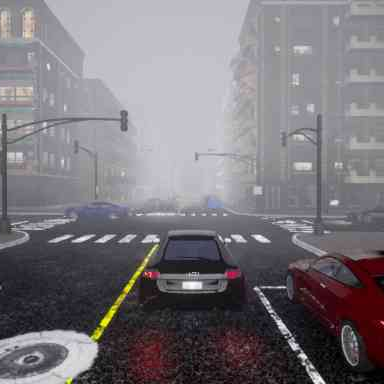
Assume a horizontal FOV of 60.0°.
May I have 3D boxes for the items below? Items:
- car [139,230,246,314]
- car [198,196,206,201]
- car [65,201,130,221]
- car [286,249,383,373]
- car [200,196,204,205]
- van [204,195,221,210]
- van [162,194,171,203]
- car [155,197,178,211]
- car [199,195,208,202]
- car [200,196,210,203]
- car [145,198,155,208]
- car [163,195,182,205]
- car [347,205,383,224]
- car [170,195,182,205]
[{"bbox_3d":[0.004,1.564,7.691,1.994,1.385,4.181,0,0,0],"label":"car"},{"bbox_3d":[2.768,1.769,92.923,1.947,1.339,4.313,-1,0,0],"label":"car"},{"bbox_3d":[-7.414,1.438,26.307,5.008,1.535,1.882,1,0,0],"label":"car"},{"bbox_3d":[2.793,1.582,5.353,1.802,1.307,4.206,0,0,0],"label":"car"},{"bbox_3d":[2.730,1.368,48.752,2.192,1.841,5.009,-1,0,0],"label":"car"},{"bbox_3d":[2.818,1.382,43.255,1.690,1.788,3.998,-1,0,0],"label":"van"},{"bbox_3d":[-5.832,1.479,76.418,1.690,1.788,3.998,-1,0,0],"label":"van"},{"bbox_3d":[-3.093,1.638,40.920,1.895,1.301,4.718,0,0,0],"label":"car"},{"bbox_3d":[2.742,1.598,81.878,1.967,1.590,4.097,-1,0,0],"label":"car"},{"bbox_3d":[2.694,1.663,70.835,1.887,1.381,4.507,-1,0,0],"label":"car"},{"bbox_3d":[-5.833,1.635,48.803,1.802,1.307,4.206,-1,0,0],"label":"car"},{"bbox_3d":[-3.089,1.606,51.282,2.033,1.411,5.357,0,0,0],"label":"car"},{"bbox_3d":[14.610,1.727,26.274,4.181,1.385,1.994,0,0,0],"label":"car"},{"bbox_3d":[-3.045,1.444,63.304,2.097,1.767,4.553,0,0,0],"label":"car"}]
